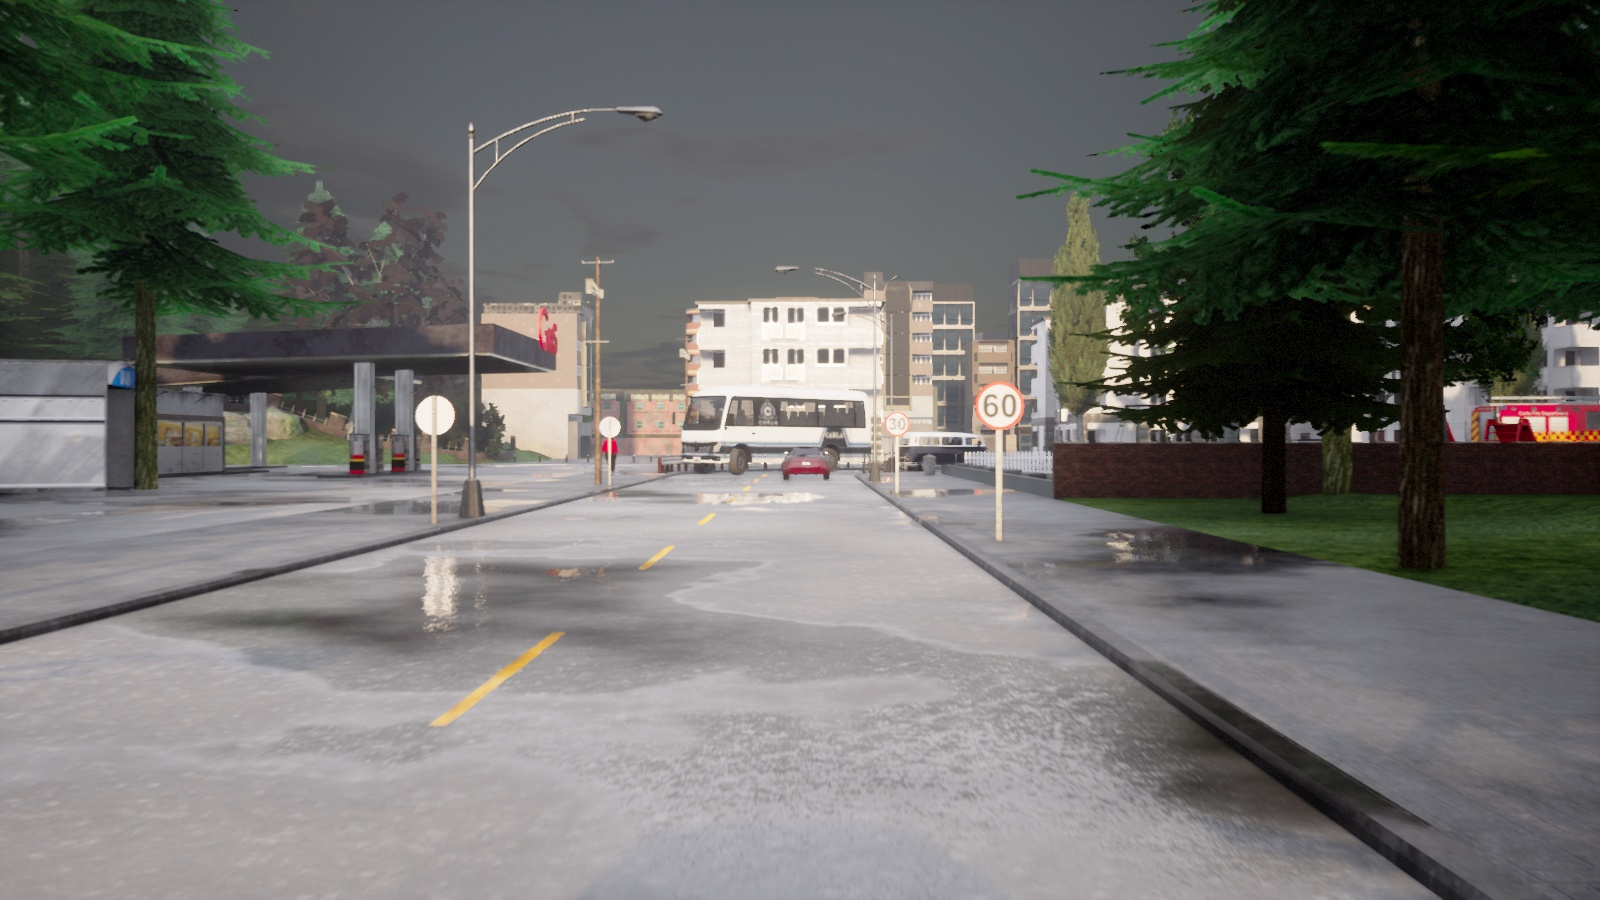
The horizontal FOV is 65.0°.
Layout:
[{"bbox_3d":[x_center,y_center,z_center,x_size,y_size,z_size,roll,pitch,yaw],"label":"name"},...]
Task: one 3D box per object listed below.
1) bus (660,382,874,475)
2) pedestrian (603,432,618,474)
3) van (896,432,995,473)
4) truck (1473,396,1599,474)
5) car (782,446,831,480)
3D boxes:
[{"bbox_3d":[-1.492,-0.987,61.922,10.273,4.253,3.944,0,1,-40],"label":"bus"},{"bbox_3d":[-8.408,0.135,55.811,0.634,1.844,0.899,0,0,-10],"label":"pedestrian"},{"bbox_3d":[7.315,0.120,63.236,4.480,2.038,2.069,0,0,-16],"label":"van"},{"bbox_3d":[38.993,-0.744,63.379,8.468,3.827,2.891,0,0,0],"label":"truck"},{"bbox_3d":[0.265,0.511,53.141,1.994,1.385,4.181,0,0,0],"label":"car"}]
